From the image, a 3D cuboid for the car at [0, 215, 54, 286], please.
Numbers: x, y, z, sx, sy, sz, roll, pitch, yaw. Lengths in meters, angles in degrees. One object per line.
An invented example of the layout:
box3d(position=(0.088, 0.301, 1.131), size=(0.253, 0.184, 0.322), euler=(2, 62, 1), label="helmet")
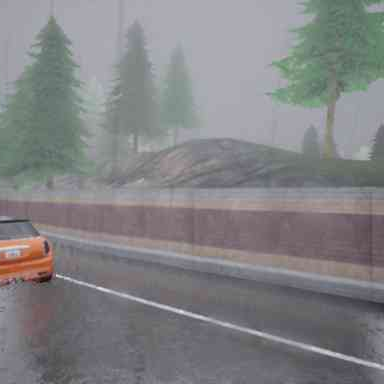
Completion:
box3d(position=(-5.520, 1.368, 8.547), size=(4.553, 1.767, 2.097), euler=(0, 0, 39), label="car")
